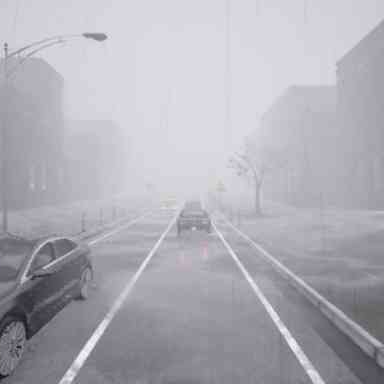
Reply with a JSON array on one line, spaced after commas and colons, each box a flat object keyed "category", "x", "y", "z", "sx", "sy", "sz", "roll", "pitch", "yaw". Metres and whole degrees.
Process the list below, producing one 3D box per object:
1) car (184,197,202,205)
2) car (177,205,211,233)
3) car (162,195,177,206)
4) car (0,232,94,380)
[{"category": "car", "x": 0.108, "y": 1.324, "z": 38.127, "sx": 1.882, "sy": 1.535, "sz": 5.008, "roll": 0, "pitch": 3, "yaw": 0}, {"category": "car", "x": 0.111, "y": 1.660, "z": 19.957, "sx": 1.895, "sy": 1.301, "sz": 4.718, "roll": 0, "pitch": 0, "yaw": 0}, {"category": "car", "x": -3.073, "y": 1.111, "z": 46.346, "sx": 1.882, "sy": 1.535, "sz": 5.008, "roll": 0, "pitch": 2, "yaw": 0}, {"category": "car", "x": -3.098, "y": 1.505, "z": 5.548, "sx": 2.128, "sy": 1.511, "sz": 4.902, "roll": 0, "pitch": 0, "yaw": 0}]
